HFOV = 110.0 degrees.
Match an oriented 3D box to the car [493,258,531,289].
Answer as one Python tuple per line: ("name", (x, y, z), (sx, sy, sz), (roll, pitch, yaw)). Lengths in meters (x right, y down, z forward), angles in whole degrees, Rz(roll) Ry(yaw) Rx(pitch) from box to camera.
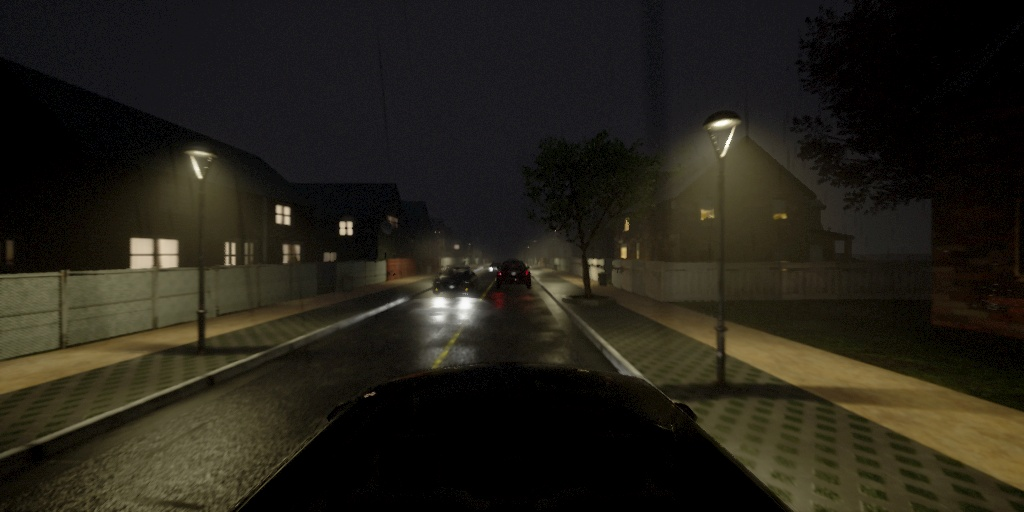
("car", (0.089, 1.044, 22.851), (2.097, 1.767, 4.553), (0, 0, 0))

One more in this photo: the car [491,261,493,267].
("car", (-2.775, 1.385, 63.462), (1.895, 1.301, 4.718), (0, 0, 0))

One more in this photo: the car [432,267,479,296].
("car", (-2.856, 1.263, 18.918), (1.994, 1.385, 4.181), (0, 0, 0))
